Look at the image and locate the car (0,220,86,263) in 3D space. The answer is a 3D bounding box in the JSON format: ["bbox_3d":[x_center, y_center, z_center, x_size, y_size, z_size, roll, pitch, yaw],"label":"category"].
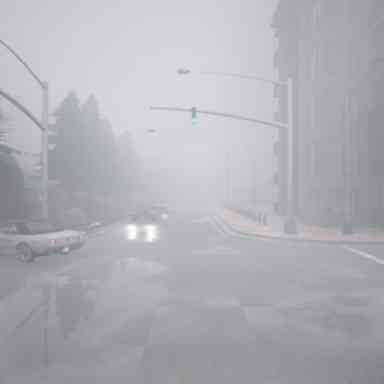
[{"bbox_3d":[-6.310,1.648,11.952,4.718,1.301,1.895,0,0,21],"label":"car"}]

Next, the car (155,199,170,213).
[{"bbox_3d":[-3.713,1.613,39.018,1.882,1.535,5.008,0,0,1],"label":"car"}]

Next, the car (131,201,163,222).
[{"bbox_3d":[-3.798,1.706,27.955,1.895,1.301,4.718,0,0,1],"label":"car"}]
